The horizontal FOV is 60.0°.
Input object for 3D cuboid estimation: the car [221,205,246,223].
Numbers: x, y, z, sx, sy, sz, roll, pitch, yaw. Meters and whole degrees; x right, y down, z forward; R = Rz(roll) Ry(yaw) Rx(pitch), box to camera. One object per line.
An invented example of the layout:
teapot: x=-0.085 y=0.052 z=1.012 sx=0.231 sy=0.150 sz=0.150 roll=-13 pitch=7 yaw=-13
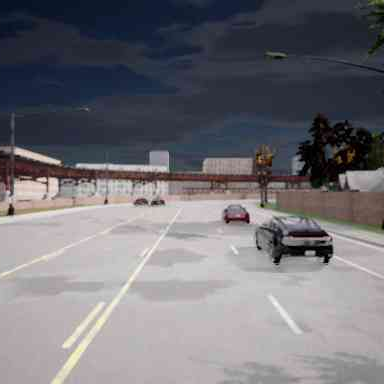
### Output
car: x=3.542 y=1.778 z=27.397 sx=1.994 sy=1.385 sz=4.181 roll=0 pitch=0 yaw=1

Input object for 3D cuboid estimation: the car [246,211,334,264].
car: x=3.541 y=1.629 z=12.325 sx=2.128 sy=1.511 sz=4.902 roll=0 pitch=0 yaw=1

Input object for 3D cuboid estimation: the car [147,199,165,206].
car: x=-6.189 y=1.893 z=60.427 sx=1.994 sy=1.385 sz=4.181 roll=0 pitch=0 yaw=9

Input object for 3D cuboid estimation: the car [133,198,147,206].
car: x=-9.491 y=1.851 z=61.869 sx=1.837 sy=1.490 sz=4.892 roll=-1 pitch=0 yaw=10
